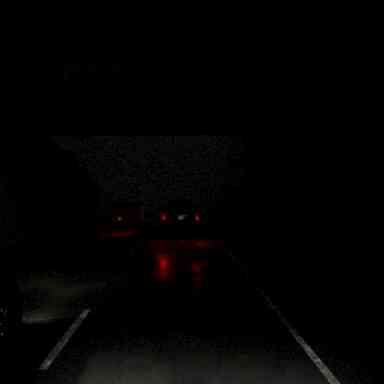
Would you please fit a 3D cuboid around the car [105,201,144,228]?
[{"bbox_3d":[-4.230,1.343,21.399,1.882,1.535,5.008,0,0,-2],"label":"car"}]

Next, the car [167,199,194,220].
[{"bbox_3d":[-0.975,1.353,27.617,2.033,1.411,5.357,0,0,-2],"label":"car"}]

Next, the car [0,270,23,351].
[{"bbox_3d":[-3.651,1.345,3.279,2.097,1.767,4.553,0,0,0],"label":"car"}]

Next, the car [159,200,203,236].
[{"bbox_3d":[-0.599,1.227,17.840,2.097,1.767,4.553,0,1,-2],"label":"car"}]
